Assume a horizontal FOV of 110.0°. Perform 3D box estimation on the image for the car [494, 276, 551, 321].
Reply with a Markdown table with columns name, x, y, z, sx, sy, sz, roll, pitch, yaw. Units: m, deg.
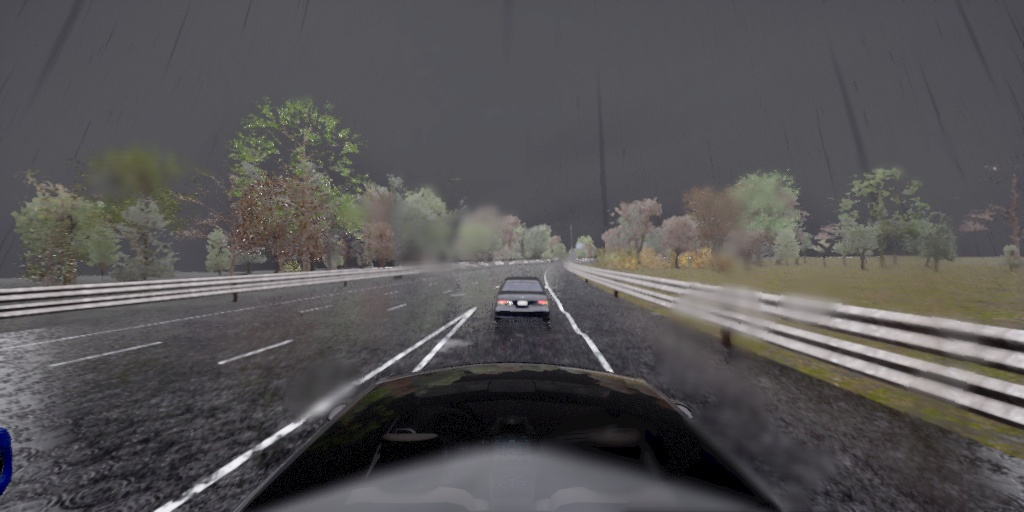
| name | x | y | z | sx | sy | sz | roll | pitch | yaw |
| --- | --- | --- | --- | --- | --- | --- | --- | --- | --- |
| car | 0.366 | 1.447 | 13.063 | 2.033 | 1.411 | 5.357 | 1 | 0 | 1 |
